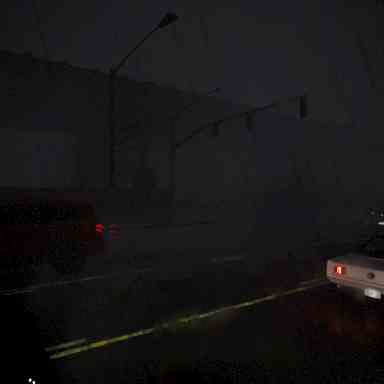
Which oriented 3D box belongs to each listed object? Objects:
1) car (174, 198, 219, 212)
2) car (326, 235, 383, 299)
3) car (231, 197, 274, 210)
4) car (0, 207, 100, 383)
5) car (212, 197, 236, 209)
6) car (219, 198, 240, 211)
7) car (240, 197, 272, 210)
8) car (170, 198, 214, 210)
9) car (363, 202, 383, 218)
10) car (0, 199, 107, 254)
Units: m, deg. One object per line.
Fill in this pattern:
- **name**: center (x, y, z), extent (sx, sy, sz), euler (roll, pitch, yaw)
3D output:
- **car**: center (0.107, 1.453, 36.418), extent (4.974, 1.542, 2.038), euler (0, 0, 8)
- **car**: center (5.180, 1.601, 7.470), extent (4.718, 1.301, 1.895), euler (0, 0, -35)
- **car**: center (7.762, 1.453, 42.863), extent (4.974, 1.542, 2.038), euler (0, 0, -7)
- **car**: center (-3.464, 1.221, 1.279), extent (5.566, 2.045, 2.150), euler (0, 0, -35)
- **car**: center (3.868, 1.295, 39.152), extent (1.853, 1.218, 4.536), euler (0, 0, 18)
- **car**: center (3.852, 1.453, 39.103), extent (2.038, 1.542, 4.974), euler (0, 0, 18)
- **car**: center (7.710, 1.295, 42.856), extent (4.536, 1.218, 1.853), euler (0, 0, -7)
- **car**: center (0.056, 1.295, 36.425), extent (4.536, 1.218, 1.853), euler (0, 0, 8)
- **car**: center (16.612, 1.564, 28.742), extent (4.181, 1.385, 1.994), euler (0, 0, -36)
- **car**: center (-5.128, 1.221, 8.931), extent (5.566, 2.045, 2.150), euler (0, 0, -36)
